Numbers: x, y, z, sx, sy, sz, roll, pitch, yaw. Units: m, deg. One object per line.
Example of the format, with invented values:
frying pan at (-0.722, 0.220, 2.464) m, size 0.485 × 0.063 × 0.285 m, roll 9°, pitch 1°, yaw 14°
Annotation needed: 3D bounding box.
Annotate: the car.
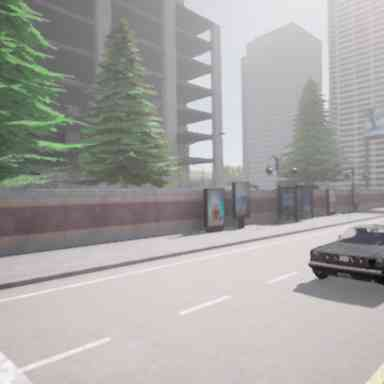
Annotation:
car at (5.072, 1.594, 9.173) m, size 4.718 × 1.301 × 1.895 m, roll -1°, pitch -1°, yaw -44°
